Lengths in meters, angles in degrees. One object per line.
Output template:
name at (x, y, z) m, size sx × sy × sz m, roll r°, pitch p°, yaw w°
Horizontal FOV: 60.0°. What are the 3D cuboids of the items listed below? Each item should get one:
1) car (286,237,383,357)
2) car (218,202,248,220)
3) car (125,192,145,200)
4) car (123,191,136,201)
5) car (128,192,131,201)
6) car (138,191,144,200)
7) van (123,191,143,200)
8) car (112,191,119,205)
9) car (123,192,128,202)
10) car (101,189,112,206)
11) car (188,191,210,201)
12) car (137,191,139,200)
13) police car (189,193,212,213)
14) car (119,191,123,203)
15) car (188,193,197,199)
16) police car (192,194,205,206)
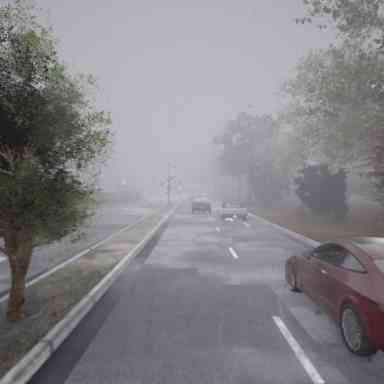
car at (3.102, 1.521, 5.892) m, size 1.812 × 1.442 × 4.674 m, roll 0°, pitch 0°, yaw 0°
car at (3.106, 1.448, 26.335) m, size 1.895 × 1.301 × 4.718 m, roll 0°, pitch 1°, yaw 0°
car at (-13.615, 0.965, 79.506) m, size 4.553 × 1.767 × 2.185 m, roll -1°, pitch 0°, yaw -19°
car at (-13.809, 0.878, 61.441) m, size 5.566 × 2.045 × 2.435 m, roll -1°, pitch 0°, yaw -20°
car at (-13.809, 1.165, 58.439) m, size 4.792 × 1.488 × 2.163 m, roll -1°, pitch 0°, yaw -20°
car at (-13.779, 0.859, 70.455) m, size 5.566 × 2.045 × 2.435 m, roll -1°, pitch 0°, yaw -20°
van at (-13.590, 0.870, 76.528) m, size 4.442 × 1.987 × 1.878 m, roll -1°, pitch 0°, yaw -19°
car at (-13.763, 1.040, 49.458) m, size 4.553 × 1.767 × 2.185 m, roll -1°, pitch 1°, yaw -20°
car at (-13.794, 1.146, 55.454) m, size 4.892 × 1.521 × 2.231 m, roll -1°, pitch 0°, yaw -20°
car at (-13.824, 0.947, 43.431) m, size 5.566 × 2.045 × 2.435 m, roll -1°, pitch 1°, yaw -20°
car at (0.909, 1.058, 43.139) m, size 2.097 × 1.767 × 4.553 m, roll 0°, pitch 0°, yaw 0°
car at (-13.759, 1.156, 67.459) m, size 4.674 × 1.452 × 2.002 m, roll -1°, pitch 0°, yaw -20°
police car at (0.907, 1.207, 33.272) m, size 1.930 × 1.638 × 5.238 m, roll 0°, pitch 1°, yaw 0°
car at (-13.823, 1.029, 52.444) m, size 4.553 × 1.767 × 2.185 m, roll -1°, pitch 0°, yaw -20°
car at (0.199, 1.014, 82.285) m, size 2.033 × 1.411 × 5.357 m, roll 0°, pitch 0°, yaw 1°
police car at (0.911, 1.100, 49.283) m, size 1.930 × 1.638 × 5.238 m, roll 0°, pitch 0°, yaw 0°
